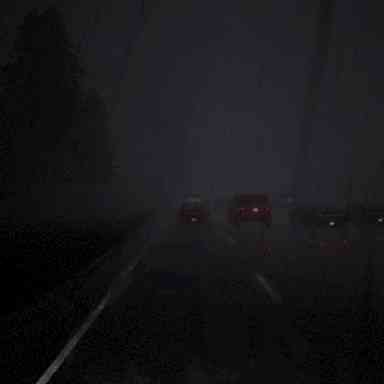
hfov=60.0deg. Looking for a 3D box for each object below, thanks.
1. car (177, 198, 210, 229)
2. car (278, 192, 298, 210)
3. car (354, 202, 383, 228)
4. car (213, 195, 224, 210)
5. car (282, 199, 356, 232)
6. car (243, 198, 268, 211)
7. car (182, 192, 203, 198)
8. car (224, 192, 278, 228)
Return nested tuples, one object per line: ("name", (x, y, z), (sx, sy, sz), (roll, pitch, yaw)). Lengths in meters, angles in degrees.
("car", (0.092, 1.355, 20.772), (1.882, 1.535, 5.008), (0, 0, 0))
("car", (10.585, 0.995, 38.354), (2.150, 2.045, 5.566), (0, 0, 0))
("car", (10.591, 1.367, 21.116), (2.128, 1.511, 4.902), (0, 0, 0))
("car", (3.585, 1.123, 38.805), (2.097, 1.767, 4.553), (0, 0, 0))
("car", (7.092, 1.378, 19.264), (2.128, 1.511, 4.902), (0, 0, 0))
("car", (7.084, 1.379, 37.609), (1.895, 1.301, 4.718), (0, 0, 0))
("car", (0.085, 0.996, 38.220), (2.150, 2.045, 5.566), (0, 0, 0))
("car", (3.591, 1.095, 21.451), (2.150, 2.045, 5.566), (0, 0, 0))
